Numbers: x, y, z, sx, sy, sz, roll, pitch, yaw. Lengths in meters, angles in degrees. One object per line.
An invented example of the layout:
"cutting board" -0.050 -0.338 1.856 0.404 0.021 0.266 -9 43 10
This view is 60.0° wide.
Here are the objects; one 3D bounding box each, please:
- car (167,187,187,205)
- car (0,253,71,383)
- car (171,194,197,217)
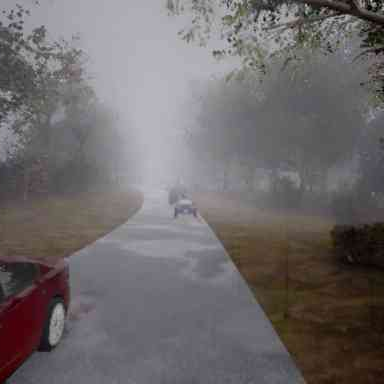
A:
"car" -1.776 0.430 40.690 2.150 2.045 5.566 1 3 -6
"car" -2.849 1.445 3.303 1.882 1.535 5.008 1 0 0
"car" -0.608 1.243 27.898 1.812 1.442 4.674 0 2 -3
